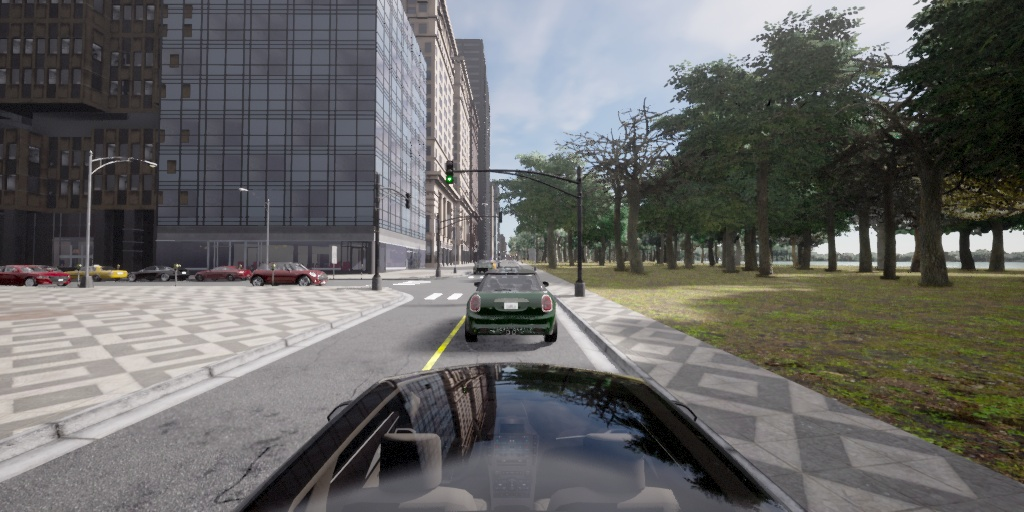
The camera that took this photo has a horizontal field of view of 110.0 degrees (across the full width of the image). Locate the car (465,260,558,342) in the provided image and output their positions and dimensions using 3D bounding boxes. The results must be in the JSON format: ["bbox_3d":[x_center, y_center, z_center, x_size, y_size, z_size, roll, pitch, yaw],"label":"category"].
[{"bbox_3d":[-0.012,1.108,9.930,2.097,1.767,4.553,0,0,0],"label":"car"}]

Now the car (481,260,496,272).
[{"bbox_3d":[-3.249,1.342,50.222,1.882,1.535,5.008,0,0,0],"label":"car"}]

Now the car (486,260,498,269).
[{"bbox_3d":[-3.262,1.428,59.386,1.812,1.442,4.674,0,0,0],"label":"car"}]

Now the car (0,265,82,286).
[{"bbox_3d":[-30.035,1.235,22.054,4.507,1.381,1.888,0,0,0],"label":"car"}]

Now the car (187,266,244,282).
[{"bbox_3d":[-24.583,1.494,30.602,4.207,1.307,1.802,0,0,0],"label":"car"}]

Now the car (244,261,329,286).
[{"bbox_3d":[-13.605,1.120,22.129,4.097,1.591,1.967,0,0,-1],"label":"car"}]

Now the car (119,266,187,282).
[{"bbox_3d":[-30.070,1.481,30.576,4.313,1.339,1.948,0,0,0],"label":"car"}]

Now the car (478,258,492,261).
[{"bbox_3d":[-3.229,1.181,41.200,2.097,1.767,4.553,0,0,0],"label":"car"}]

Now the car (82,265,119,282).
[{"bbox_3d":[-35.727,1.444,30.550,4.829,1.417,1.751,0,0,0],"label":"car"}]
